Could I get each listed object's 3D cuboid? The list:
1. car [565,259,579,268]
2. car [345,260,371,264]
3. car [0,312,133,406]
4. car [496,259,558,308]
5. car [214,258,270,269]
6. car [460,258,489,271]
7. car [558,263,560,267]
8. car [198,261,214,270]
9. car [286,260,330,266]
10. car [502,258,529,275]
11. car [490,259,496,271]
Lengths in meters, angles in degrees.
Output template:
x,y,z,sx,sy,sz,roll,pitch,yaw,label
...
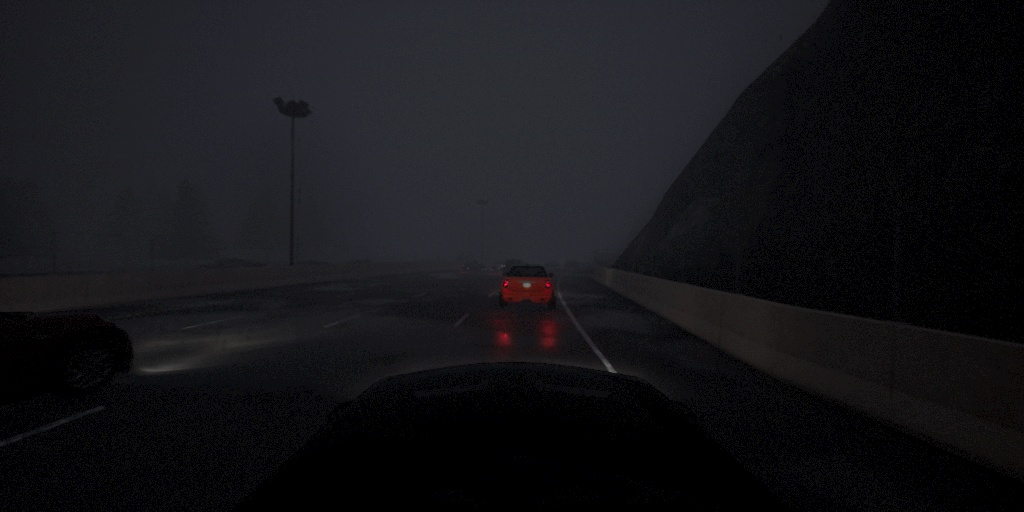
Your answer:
x,y,z,sx,sy,sz,roll,pitch,yaw,label
10.697,1.348,63.368,2.128,1.511,4.902,0,0,20,car
-17.407,1.123,40.377,2.033,1.411,5.357,1,0,11,car
-6.895,1.033,3.590,2.097,1.767,4.553,1,0,1,car
0.720,1.108,15.429,2.097,1.767,4.553,1,0,4,car
-25.514,1.059,34.454,1.994,1.385,4.181,1,0,9,car
-5.066,1.300,48.291,1.895,1.301,4.718,1,0,15,car
7.123,1.385,63.687,1.994,1.385,4.181,0,0,20,car
-28.778,0.968,36.203,1.837,1.490,4.892,0,0,9,car
-21.453,1.083,37.814,2.033,1.411,5.357,1,0,10,car
0.419,1.107,39.427,2.097,1.767,4.553,1,0,12,car
-1.174,1.339,49.447,1.895,1.301,4.718,1,0,15,car
